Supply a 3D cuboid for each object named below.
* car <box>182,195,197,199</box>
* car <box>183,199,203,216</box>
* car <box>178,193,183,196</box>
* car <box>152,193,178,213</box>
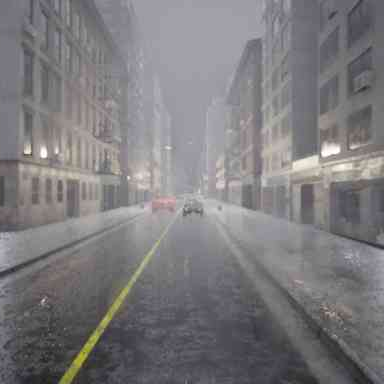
[{"bbox_3d":[0.017,1.485,48.954,2.128,1.511,4.902,0,0,0],"label":"car"},{"bbox_3d":[0.102,1.594,31.861,1.895,1.301,4.718,0,0,0],"label":"car"},{"bbox_3d":[-2.988,1.036,77.845,2.097,1.767,4.553,0,0,0],"label":"car"},{"bbox_3d":[-3.081,1.217,36.629,2.150,2.045,5.566,0,0,0],"label":"car"}]
